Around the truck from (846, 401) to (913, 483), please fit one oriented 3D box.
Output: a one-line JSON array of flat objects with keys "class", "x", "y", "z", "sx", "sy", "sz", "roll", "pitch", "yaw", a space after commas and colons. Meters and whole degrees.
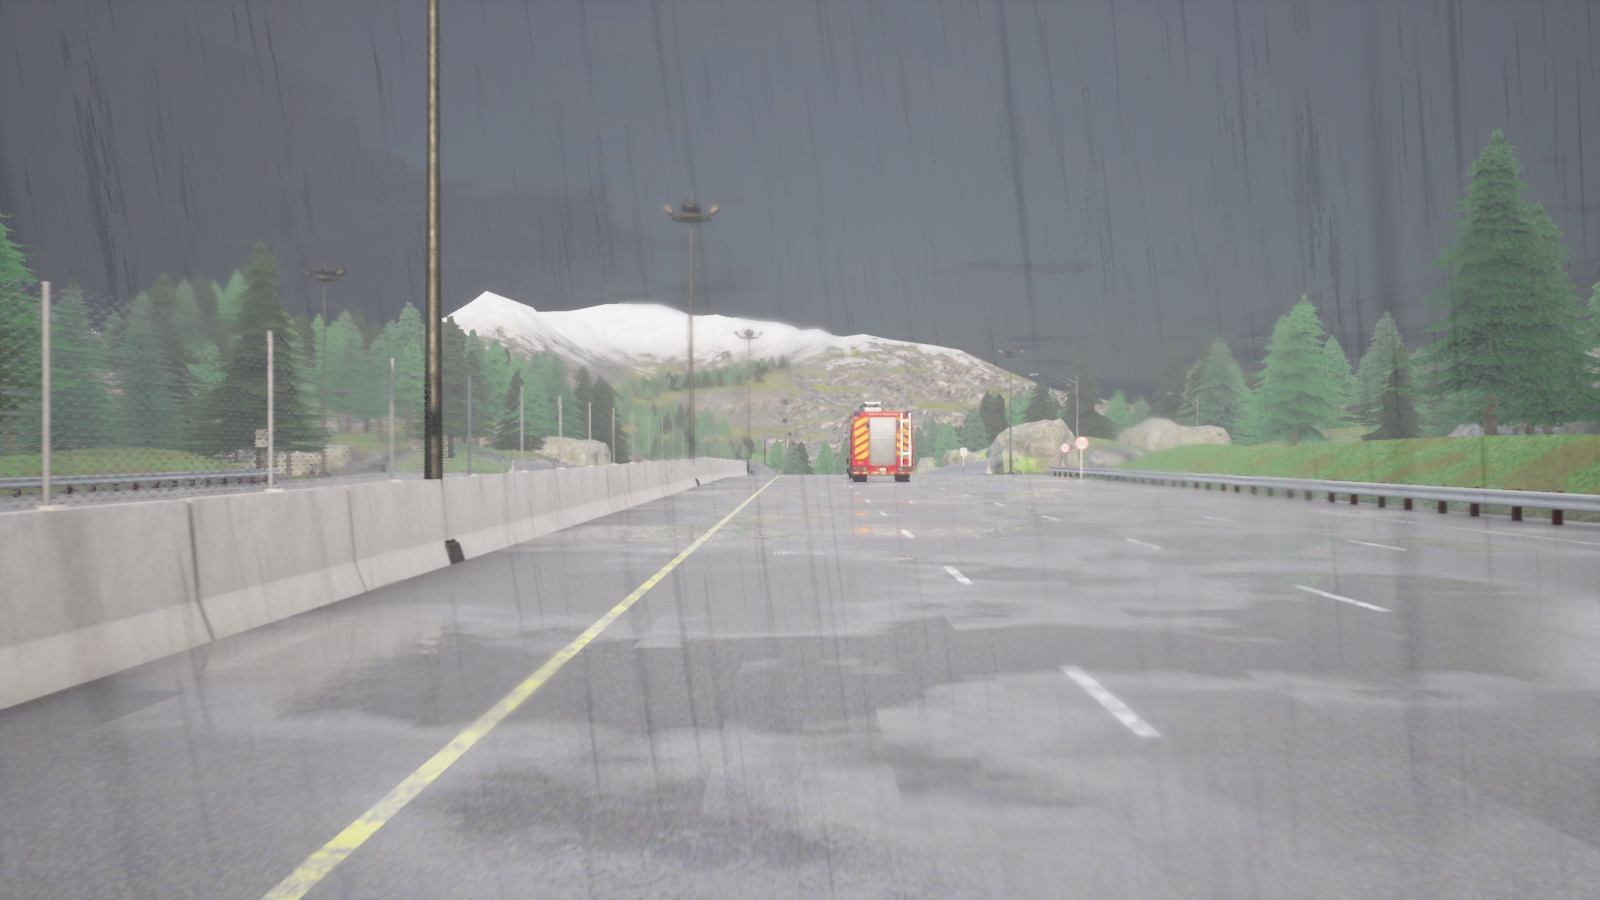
[{"class": "truck", "x": 3.875, "y": -0.379, "z": 62.949, "sx": 2.891, "sy": 3.827, "sz": 8.468, "roll": 0, "pitch": 0, "yaw": 0}]
